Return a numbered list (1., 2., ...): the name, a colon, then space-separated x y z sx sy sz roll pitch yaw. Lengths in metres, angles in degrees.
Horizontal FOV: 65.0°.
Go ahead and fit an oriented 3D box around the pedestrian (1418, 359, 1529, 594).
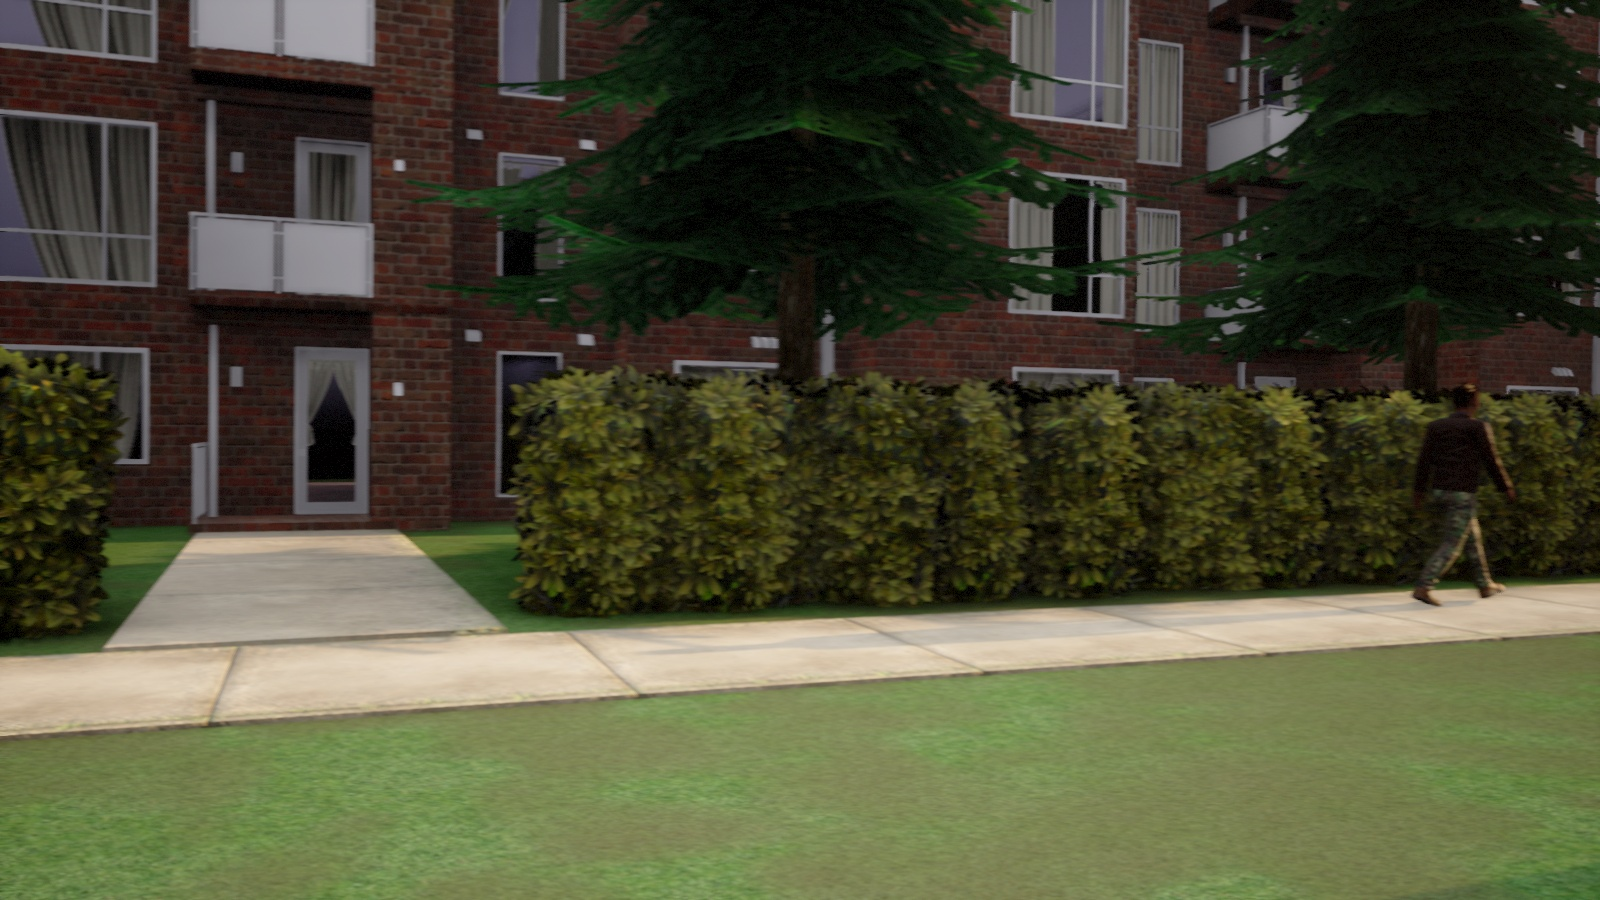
1. pedestrian: 5.432 0.203 10.140 0.703 1.840 0.431 -1 1 -20
